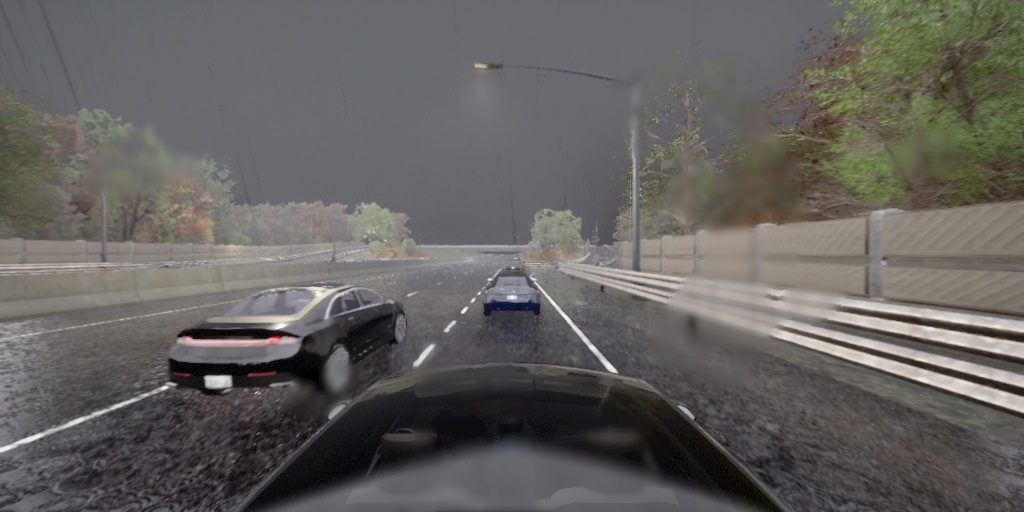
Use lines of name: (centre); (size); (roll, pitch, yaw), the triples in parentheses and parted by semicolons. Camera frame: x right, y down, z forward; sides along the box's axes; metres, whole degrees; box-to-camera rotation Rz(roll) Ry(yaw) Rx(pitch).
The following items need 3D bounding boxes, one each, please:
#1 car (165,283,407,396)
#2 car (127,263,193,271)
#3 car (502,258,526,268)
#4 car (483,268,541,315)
car: (-3.396, 1.242, 6.576); (2.128, 1.511, 4.902); (0, 0, 0)
car: (-24.526, 1.247, 24.763); (2.128, 1.511, 4.902); (0, 0, 0)
car: (0.226, 1.103, 35.059); (2.097, 1.767, 4.553); (0, 0, 3)
car: (0.002, 1.314, 13.662); (1.994, 1.385, 4.181); (0, 0, 0)
